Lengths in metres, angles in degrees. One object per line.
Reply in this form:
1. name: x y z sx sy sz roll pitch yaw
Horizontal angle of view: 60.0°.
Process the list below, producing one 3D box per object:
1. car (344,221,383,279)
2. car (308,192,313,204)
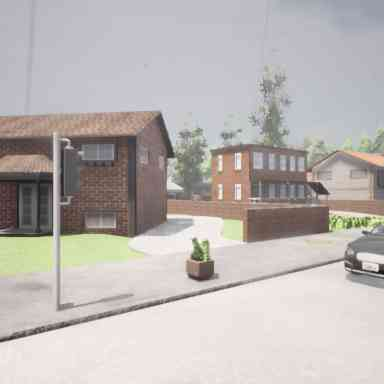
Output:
1. car: 6.147 1.489 9.300 4.902 1.511 2.128 0 0 -37
2. car: 9.917 0.973 31.488 3.866 1.878 1.905 0 0 -37
